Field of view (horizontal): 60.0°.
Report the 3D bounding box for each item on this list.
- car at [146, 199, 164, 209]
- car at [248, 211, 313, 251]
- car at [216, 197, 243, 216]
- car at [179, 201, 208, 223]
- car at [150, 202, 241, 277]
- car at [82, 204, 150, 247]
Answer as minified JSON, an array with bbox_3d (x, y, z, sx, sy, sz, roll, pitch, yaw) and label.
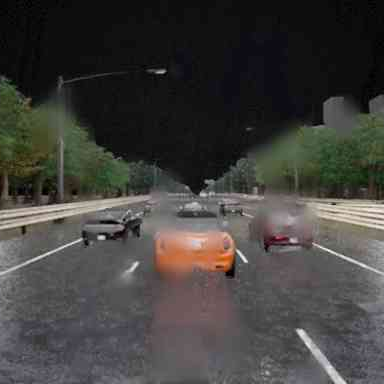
[{"bbox_3d":[-3.401,1.432,31.400,2.128,1.511,4.902,0,0,0],"label":"car"},{"bbox_3d":[3.599,1.530,14.033,1.812,1.442,4.674,0,0,0],"label":"car"},{"bbox_3d":[3.599,1.432,31.358,2.128,1.511,4.902,0,0,0],"label":"car"},{"bbox_3d":[0.099,1.515,26.328,2.033,1.411,5.357,0,0,0],"label":"car"},{"bbox_3d":[0.087,1.357,10.399,2.097,1.767,4.553,0,0,0],"label":"car"},{"bbox_3d":[-3.405,1.495,14.915,2.128,1.511,4.902,0,0,0],"label":"car"}]
